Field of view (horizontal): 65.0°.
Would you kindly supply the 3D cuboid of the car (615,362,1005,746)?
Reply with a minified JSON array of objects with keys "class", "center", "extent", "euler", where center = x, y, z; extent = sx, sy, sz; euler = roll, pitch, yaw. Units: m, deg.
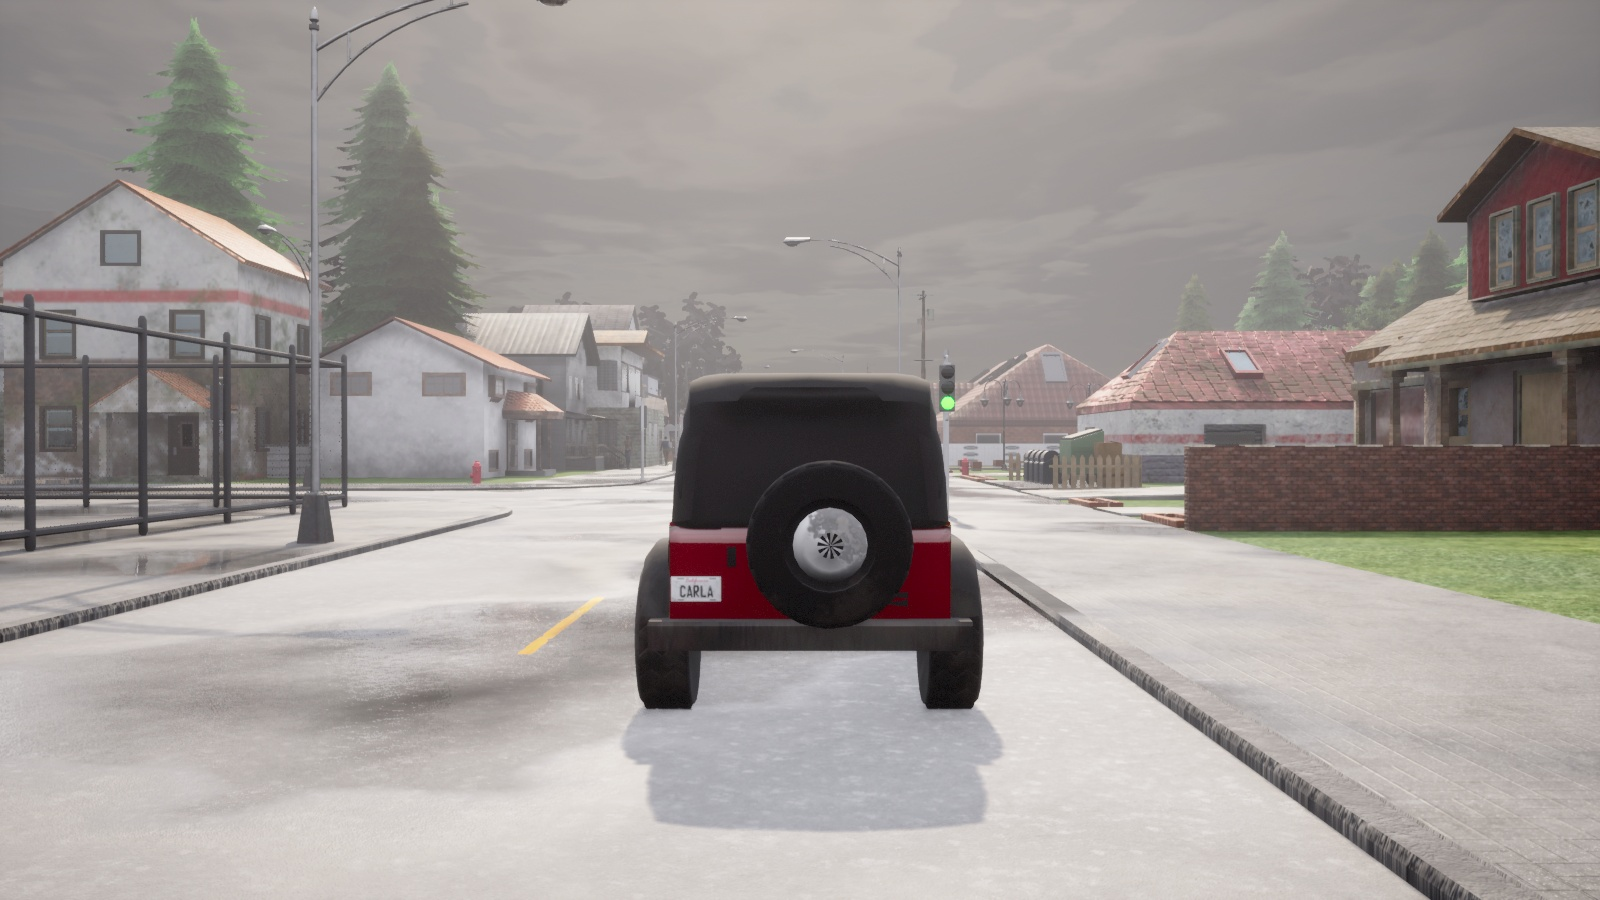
[{"class":"car","center":[0.055,0.497,8.079],"extent":[1.905,1.878,3.866],"euler":[0,0,0]}]

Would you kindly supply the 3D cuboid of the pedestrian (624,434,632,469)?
[{"class":"pedestrian","center":[-8.998,0.078,65.642],"extent":[0.328,1.805,0.869],"euler":[0,0,-1]}]

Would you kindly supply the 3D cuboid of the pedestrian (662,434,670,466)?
[{"class":"pedestrian","center":[-8.241,0.013,77.345],"extent":[0.423,1.949,0.788],"euler":[0,0,1]}]
